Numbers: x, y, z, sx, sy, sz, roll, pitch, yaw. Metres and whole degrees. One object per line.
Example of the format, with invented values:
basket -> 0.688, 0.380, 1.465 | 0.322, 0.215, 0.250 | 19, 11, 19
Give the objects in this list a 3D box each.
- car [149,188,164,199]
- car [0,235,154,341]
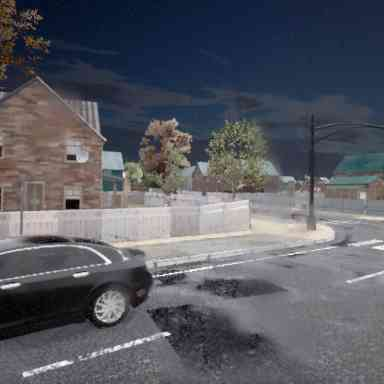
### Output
car -> -6.609, 0.334, 61.622 | 2.150, 2.045, 5.566 | 1, 1, -21
car -> -3.000, 1.526, 5.403 | 4.892, 1.490, 1.837 | 0, 0, -35
